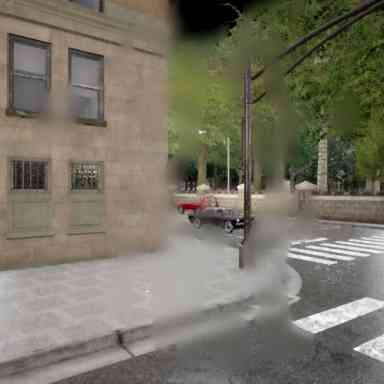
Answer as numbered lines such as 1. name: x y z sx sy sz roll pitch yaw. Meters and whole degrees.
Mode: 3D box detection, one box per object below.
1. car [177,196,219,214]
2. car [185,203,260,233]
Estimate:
1. car: 0.571 1.285 31.798 2.192 1.841 5.009 0 0 -35
2. car: 1.816 1.586 19.855 1.895 1.301 4.718 0 0 -35
